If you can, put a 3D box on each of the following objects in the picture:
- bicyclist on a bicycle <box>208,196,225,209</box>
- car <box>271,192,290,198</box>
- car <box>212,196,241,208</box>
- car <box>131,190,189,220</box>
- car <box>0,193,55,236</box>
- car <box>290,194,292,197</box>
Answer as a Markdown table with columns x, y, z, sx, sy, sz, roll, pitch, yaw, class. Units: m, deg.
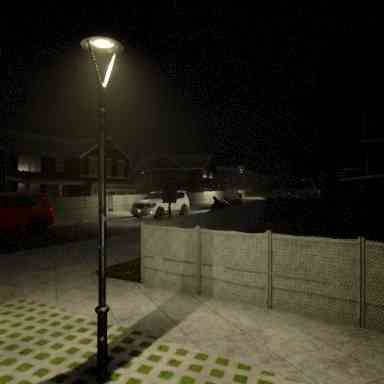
| x | y | z | sx | sy | sz | roll | pitch | yaw | class |
| --- | --- | --- | --- | --- | --- | --- | --- | --- | --- |
| 1.550 | 1.065 | 20.741 | 1.656 | 1.620 | 0.582 | 0 | 1 | 32 | bicyclist on a bicycle |
| 12.605 | 0.866 | 48.087 | 1.837 | 1.490 | 4.892 | 0 | 1 | 23 | car |
| 3.889 | 1.142 | 36.448 | 1.895 | 1.301 | 4.718 | 0 | 1 | 28 | car |
| -2.306 | 0.916 | 25.752 | 2.150 | 2.045 | 5.566 | 0 | 2 | 31 | car |
| -9.013 | 1.073 | 14.989 | 2.150 | 2.045 | 5.566 | 0 | 1 | 32 | car |
| 16.265 | 0.694 | 57.845 | 2.128 | 1.511 | 4.902 | 0 | 1 | 19 | car |
